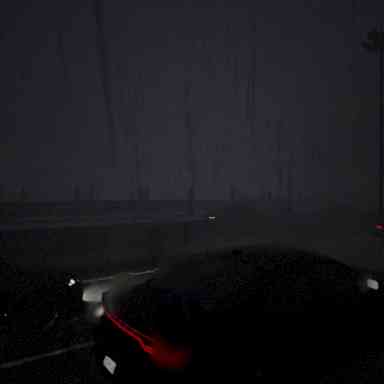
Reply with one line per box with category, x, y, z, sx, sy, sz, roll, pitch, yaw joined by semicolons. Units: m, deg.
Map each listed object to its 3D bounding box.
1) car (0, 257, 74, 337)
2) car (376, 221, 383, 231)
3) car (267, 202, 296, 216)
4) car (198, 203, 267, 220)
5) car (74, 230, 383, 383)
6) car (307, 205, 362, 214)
car;-3.930;1.562;5.242;4.181;1.385;1.994;0;0;-36
car;10.618;1.626;15.623;5.357;1.411;2.033;0;0;-36
car;7.779;1.672;31.030;4.181;1.385;1.994;0;0;-35
car;2.686;1.574;23.107;4.892;1.490;1.837;0;0;-35
car;1.226;1.494;4.621;5.008;1.535;1.882;0;0;-36
car;10.479;1.648;24.364;5.357;1.411;2.033;0;0;-35
